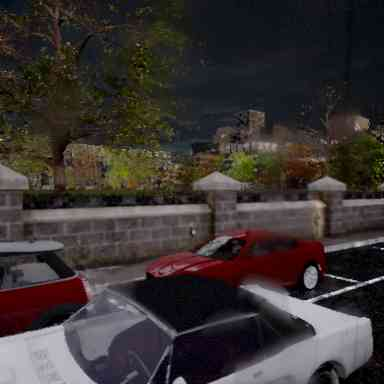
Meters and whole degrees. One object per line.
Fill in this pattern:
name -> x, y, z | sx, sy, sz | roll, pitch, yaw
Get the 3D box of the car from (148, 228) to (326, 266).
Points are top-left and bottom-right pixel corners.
car -> 1.121, 1.537, 7.367 | 4.507, 1.381, 1.887 | 0, 0, -36

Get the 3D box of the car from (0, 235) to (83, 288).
car -> -3.384, 1.441, 4.150 | 4.097, 1.590, 1.967 | 0, 0, -36

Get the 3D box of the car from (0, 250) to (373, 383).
car -> -0.418, 1.599, 3.043 | 4.718, 1.301, 1.895 | 0, 0, -35
